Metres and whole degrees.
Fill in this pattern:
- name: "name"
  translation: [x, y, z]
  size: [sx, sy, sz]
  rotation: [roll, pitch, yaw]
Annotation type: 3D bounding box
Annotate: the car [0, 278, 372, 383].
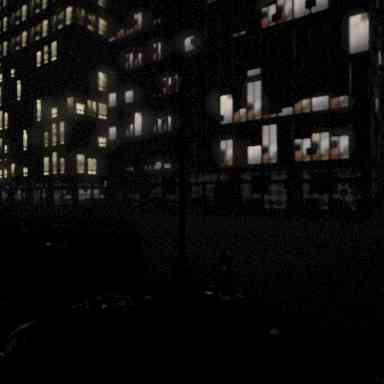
- name: "car"
  translation: [-0.599, 1.588, 3.297]
  size: [4.313, 1.339, 1.947]
  rotation: [-1, 0, 35]
